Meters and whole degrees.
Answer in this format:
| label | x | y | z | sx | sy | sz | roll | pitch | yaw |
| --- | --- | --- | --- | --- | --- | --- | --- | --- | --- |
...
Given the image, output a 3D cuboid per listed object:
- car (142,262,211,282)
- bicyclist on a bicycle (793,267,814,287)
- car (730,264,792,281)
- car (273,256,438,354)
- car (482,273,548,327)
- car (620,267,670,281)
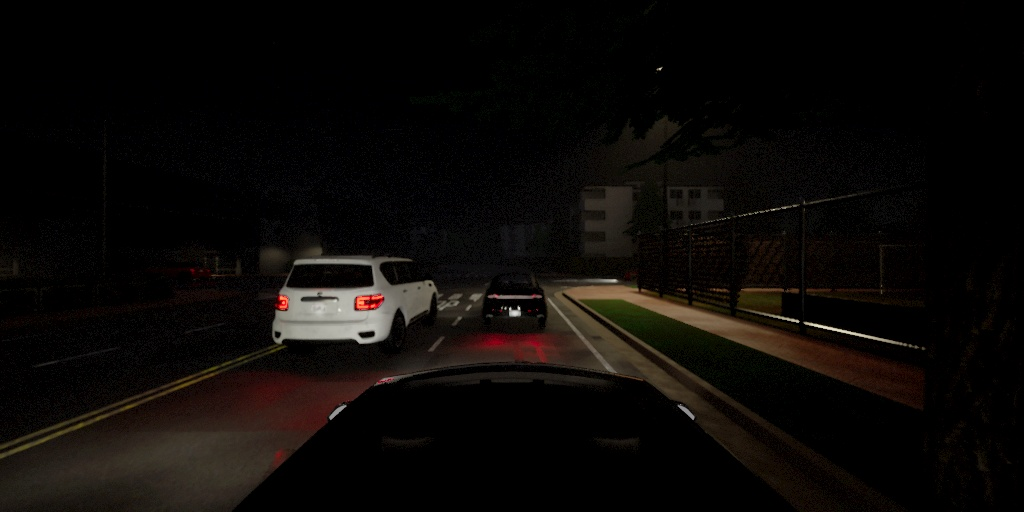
| label | x | y | z | sx | sy | sz | roll | pitch | yaw |
| --- | --- | --- | --- | --- | --- | --- | --- | --- | --- |
| car | -28.592 | 1.285 | 30.539 | 4.553 | 1.767 | 2.097 | 0 | 0 | 0 |
| bicyclist on a bicycle | 18.282 | 1.171 | 22.526 | 0.582 | 1.620 | 1.656 | 0 | -1 | 0 |
| car | 21.778 | 1.430 | 31.510 | 4.892 | 1.490 | 1.837 | 0 | 0 | 0 |
| car | -3.394 | 1.019 | 9.005 | 2.150 | 2.045 | 5.566 | 0 | 0 | 0 |
| car | 0.093 | 1.307 | 11.855 | 2.128 | 1.511 | 4.902 | 0 | 0 | 0 |
| car | 11.633 | 1.488 | 31.470 | 4.181 | 1.385 | 1.994 | 0 | 0 | 0 |
